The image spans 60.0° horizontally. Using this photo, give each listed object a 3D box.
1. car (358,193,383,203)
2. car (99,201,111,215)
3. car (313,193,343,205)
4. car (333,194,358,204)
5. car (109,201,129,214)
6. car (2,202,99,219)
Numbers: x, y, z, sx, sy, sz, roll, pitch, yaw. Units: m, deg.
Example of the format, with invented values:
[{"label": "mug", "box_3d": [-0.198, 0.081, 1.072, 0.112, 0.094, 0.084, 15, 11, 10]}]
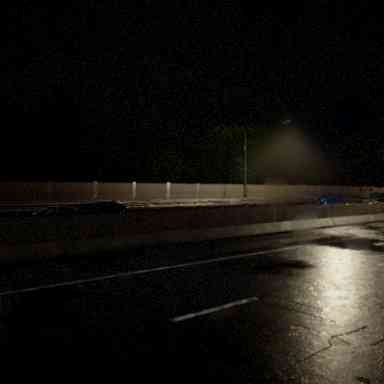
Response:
[{"label": "car", "box_3d": [24.202, 1.100, 42.896, 5.566, 2.045, 2.150, 0, 0, -36]}, {"label": "car", "box_3d": [-8.373, 1.543, 23.822, 4.181, 1.385, 1.994, 0, 0, -36]}, {"label": "car", "box_3d": [20.098, 1.101, 48.562, 5.566, 2.045, 2.150, 0, 0, -36]}, {"label": "car", "box_3d": [22.244, 1.426, 45.798, 5.357, 1.411, 2.033, 0, 0, -36]}, {"label": "car", "box_3d": [-7.702, 1.493, 28.600, 4.674, 1.442, 1.812, 0, 0, -35]}, {"label": "car", "box_3d": [-8.382, 1.479, 19.515, 4.902, 1.511, 2.128, 0, 0, -36]}]
